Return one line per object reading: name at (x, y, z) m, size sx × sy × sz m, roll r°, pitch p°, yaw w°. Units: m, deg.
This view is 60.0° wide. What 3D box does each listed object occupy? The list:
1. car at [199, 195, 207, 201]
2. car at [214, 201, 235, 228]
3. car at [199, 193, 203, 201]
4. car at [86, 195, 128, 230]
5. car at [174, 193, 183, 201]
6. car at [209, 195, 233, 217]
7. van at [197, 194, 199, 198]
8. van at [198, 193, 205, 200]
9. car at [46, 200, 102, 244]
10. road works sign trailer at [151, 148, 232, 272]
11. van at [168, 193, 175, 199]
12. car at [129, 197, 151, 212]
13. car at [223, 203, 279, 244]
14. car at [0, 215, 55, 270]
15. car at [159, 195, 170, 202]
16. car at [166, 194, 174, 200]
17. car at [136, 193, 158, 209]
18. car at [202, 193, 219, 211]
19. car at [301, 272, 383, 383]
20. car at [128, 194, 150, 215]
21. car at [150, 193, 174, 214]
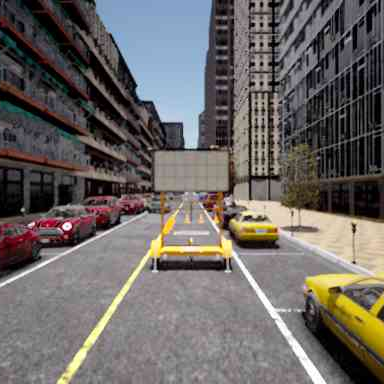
car at (2.520, 1.325, 77.300) m, size 1.802 × 1.307 × 4.206 m, roll 0°, pitch 0°, yaw 0°
car at (2.650, 1.468, 20.666) m, size 1.947 × 1.339 × 4.313 m, roll 0°, pitch 0°, yaw 0°
car at (2.585, 1.113, 48.981) m, size 2.192 × 1.841 × 5.009 m, roll 0°, pitch 0°, yaw 0°
car at (-5.729, 1.216, 20.646) m, size 2.192 × 1.841 × 5.009 m, roll 0°, pitch 0°, yaw 0°
car at (-3.164, 1.057, 73.390) m, size 2.097 × 1.767 × 4.553 m, roll 0°, pitch 0°, yaw 0°
car at (2.637, 1.318, 26.329) m, size 1.967 × 1.590 × 4.097 m, roll 0°, pitch 0°, yaw 0°
van at (2.533, 1.093, 71.635) m, size 1.690 × 1.788 × 3.998 m, roll 0°, pitch 0°, yaw 0°
van at (2.494, 1.069, 88.624) m, size 1.690 × 1.788 × 3.998 m, roll 0°, pitch 0°, yaw 0°
car at (-5.717, 1.365, 14.983) m, size 1.967 × 1.590 × 4.097 m, roll 0°, pitch 0°, yaw 0°
road works sign trailer at (-0.015, 0.411, 10.524) m, size 2.380 × 3.560 × 2.880 m, roll 0°, pitch 0°, yaw 0°
van at (-5.899, 1.065, 94.270) m, size 1.690 × 1.788 × 3.998 m, roll 0°, pitch 0°, yaw 0°
car at (-5.769, 1.359, 37.467) m, size 1.752 × 1.417 × 4.829 m, roll 0°, pitch 0°, yaw 0°
car at (2.662, 1.451, 15.172) m, size 1.752 × 1.417 × 4.829 m, roll 0°, pitch 0°, yaw 0°
car at (-5.704, 1.533, 9.321) m, size 1.802 × 1.307 × 4.206 m, roll 0°, pitch 0°, yaw 0°
car at (-5.848, 1.317, 71.616) m, size 1.947 × 1.339 × 4.313 m, roll 0°, pitch 0°, yaw 0°
car at (-5.887, 1.293, 88.605) m, size 1.947 × 1.339 × 4.313 m, roll 0°, pitch 0°, yaw 0°
car at (-5.781, 1.129, 43.300) m, size 2.192 × 1.841 × 5.009 m, roll 0°, pitch 0°, yaw 0°
car at (2.612, 1.148, 37.656) m, size 2.192 × 1.841 × 5.009 m, roll 0°, pitch 0°, yaw 0°
car at (2.689, 1.505, 3.847) m, size 1.752 × 1.417 × 4.829 m, roll 0°, pitch 0°, yaw 0°
car at (-5.755, 1.169, 31.972) m, size 2.192 × 1.841 × 5.009 m, roll 0°, pitch 0°, yaw 0°
car at (-3.170, 1.202, 32.996) m, size 2.097 × 1.767 × 4.553 m, roll 0°, pitch 0°, yaw 0°
